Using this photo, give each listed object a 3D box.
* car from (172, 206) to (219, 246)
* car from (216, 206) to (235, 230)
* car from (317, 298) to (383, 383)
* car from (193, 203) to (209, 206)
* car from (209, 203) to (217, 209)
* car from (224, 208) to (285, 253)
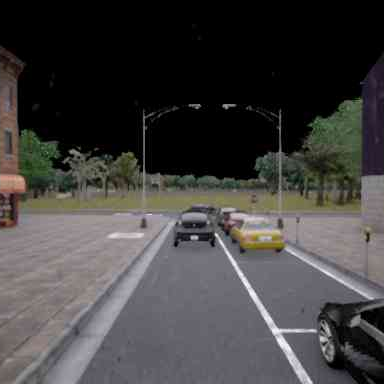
[{"bbox_3d":[0.097,1.633,15.990,1.837,1.490,4.892,0,0,0],"label":"car"},{"bbox_3d":[2.619,1.738,19.542,1.802,1.307,4.206,-1,0,0],"label":"car"},{"bbox_3d":[2.621,1.590,2.945,1.947,1.339,4.313,-1,0,0],"label":"car"},{"bbox_3d":[1.197,1.757,31.485,2.128,1.511,4.902,0,-1,19],"label":"car"},{"bbox_3d":[2.618,1.751,25.074,2.008,1.369,4.403,-1,0,0],"label":"car"},{"bbox_3d":[2.619,1.639,14.179,1.752,1.417,4.829,-1,0,0],"label":"car"}]
